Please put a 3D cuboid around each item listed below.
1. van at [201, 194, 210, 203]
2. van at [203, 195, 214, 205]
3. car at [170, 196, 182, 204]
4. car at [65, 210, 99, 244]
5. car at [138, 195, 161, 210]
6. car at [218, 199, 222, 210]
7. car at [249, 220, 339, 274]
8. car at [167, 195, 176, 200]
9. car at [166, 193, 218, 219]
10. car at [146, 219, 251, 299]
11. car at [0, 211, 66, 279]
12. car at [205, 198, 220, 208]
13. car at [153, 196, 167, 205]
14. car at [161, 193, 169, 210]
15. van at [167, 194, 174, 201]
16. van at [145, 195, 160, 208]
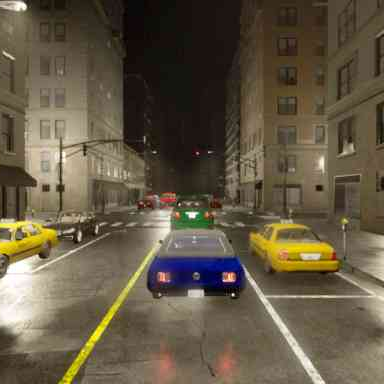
[{"bbox_3d":[2.897,1.366,69.963,1.690,1.788,3.998,0,0,0],"label":"van"},{"bbox_3d":[2.891,1.361,58.960,1.690,1.788,3.998,0,0,0],"label":"van"},{"bbox_3d":[-3.007,1.514,64.090,2.128,1.511,4.902,0,0,1],"label":"car"},{"bbox_3d":[-5.660,1.552,15.687,2.008,1.369,4.403,0,0,0],"label":"car"},{"bbox_3d":[-5.645,1.326,42.461,2.192,1.841,5.009,0,0,0],"label":"car"},{"bbox_3d":[2.881,1.556,42.456,1.887,1.381,4.507,0,0,0],"label":"car"},{"bbox_3d":[2.862,1.525,10.326,1.752,1.417,4.829,0,0,0],"label":"car"},{"bbox_3d":[-5.615,1.587,91.973,2.008,1.369,4.403,0,0,0],"label":"car"},{"bbox_3d":[0.011,1.223,18.153,2.150,2.045,5.566,0,0,0],"label":"car"},{"bbox_3d":[0.087,1.601,8.387,1.895,1.301,4.718,0,0,0],"label":"car"},{"bbox_3d":[-5.663,1.525,9.992,1.752,1.417,4.829,0,0,0],"label":"car"},{"bbox_3d":[2.885,1.580,47.957,1.947,1.339,4.313,0,0,0],"label":"car"},{"bbox_3d":[-5.635,1.460,58.965,1.967,1.590,4.097,0,0,0],"label":"car"},{"bbox_3d":[-3.080,1.226,43.716,2.150,2.045,5.566,0,1,0],"label":"car"},{"bbox_3d":[-5.618,1.374,86.473,1.690,1.788,3.998,0,0,0],"label":"van"},{"bbox_3d":[-5.641,1.355,47.962,1.690,1.788,3.998,0,0,0],"label":"van"}]
